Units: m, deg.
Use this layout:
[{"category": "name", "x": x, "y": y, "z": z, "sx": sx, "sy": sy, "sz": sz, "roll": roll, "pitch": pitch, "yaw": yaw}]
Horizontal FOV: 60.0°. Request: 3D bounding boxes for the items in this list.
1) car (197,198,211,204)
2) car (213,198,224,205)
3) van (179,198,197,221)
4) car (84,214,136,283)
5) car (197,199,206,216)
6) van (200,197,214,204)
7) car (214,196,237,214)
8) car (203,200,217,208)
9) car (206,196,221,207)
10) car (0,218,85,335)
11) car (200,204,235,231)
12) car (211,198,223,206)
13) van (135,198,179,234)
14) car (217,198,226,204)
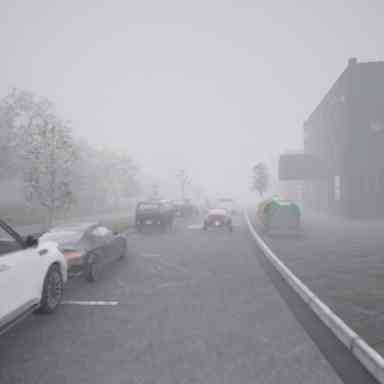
[{"category": "car", "x": 0.831, "y": 1.912, "z": 42.941, "sx": 2.231, "sy": 1.521, "sz": 4.892, "roll": -1, "pitch": 0, "yaw": 7}, {"category": "car", "x": 6.538, "y": 2.312, "z": 81.350, "sx": 2.097, "sy": 1.535, "sz": 5.008, "roll": 0, "pitch": -1, "yaw": 11}, {"category": "van", "x": -0.935, "y": 1.572, "z": 31.051, "sx": 1.878, "sy": 1.987, "sz": 4.442, "roll": -1, "pitch": 0, "yaw": 6}, {"category": "car", "x": -3.303, "y": 1.623, "z": 9.980, "sx": 2.002, "sy": 1.452, "sz": 4.674, "roll": -1, "pitch": 0, "yaw": 4}, {"category": "car", "x": 0.021, "y": 1.890, "z": 37.490, "sx": 2.163, "sy": 1.488, "sz": 4.792, "roll": -1, "pitch": 0, "yaw": 7}, {"category": "van", "x": 1.672, "y": 1.763, "z": 48.565, "sx": 1.878, "sy": 1.987, "sz": 4.442, "roll": 0, "pitch": -1, "yaw": 11}, {"category": "car", "x": 4.262, "y": 1.621, "z": 40.453, "sx": 2.150, "sy": 2.045, "sz": 5.566, "roll": 0, "pitch": -1, "yaw": 9}, {"category": "car", "x": 3.279, "y": 2.132, "z": 59.415, "sx": 2.002, "sy": 1.452, "sz": 4.674, "roll": 0, "pitch": -1, "yaw": 9}, {"category": "car", "x": 4.269, "y": 1.920, "z": 66.089, "sx": 2.435, "sy": 2.045, "sz": 5.566, "roll": 0, "pitch": -1, "yaw": 9}, {"category": "car", "x": -3.605, "y": 1.270, "z": 4.429, "sx": 2.435, "sy": 2.045, "sz": 5.566, "roll": -1, "pitch": 0, "yaw": 0}, {"category": "car", "x": 1.789, "y": 1.754, "z": 22.497, "sx": 1.812, "sy": 1.442, "sz": 4.674, "roll": 0, "pitch": 0, "yaw": 7}, {"category": "car", "x": 5.723, "y": 2.241, "z": 75.863, "sx": 2.097, "sy": 1.535, "sz": 5.008, "roll": 0, "pitch": 0, "yaw": 11}, {"category": "van", "x": -2.245, "y": 1.473, "z": 21.186, "sx": 1.878, "sy": 1.987, "sz": 4.442, "roll": -1, "pitch": 0, "yaw": 6}, {"category": "car", "x": 8.052, "y": 2.420, "z": 91.490, "sx": 1.946, "sy": 1.575, "sz": 5.366, "roll": 0, "pitch": -1, "yaw": 11}]
